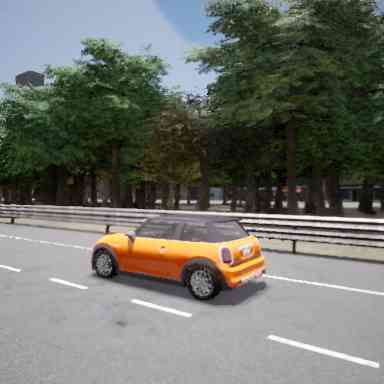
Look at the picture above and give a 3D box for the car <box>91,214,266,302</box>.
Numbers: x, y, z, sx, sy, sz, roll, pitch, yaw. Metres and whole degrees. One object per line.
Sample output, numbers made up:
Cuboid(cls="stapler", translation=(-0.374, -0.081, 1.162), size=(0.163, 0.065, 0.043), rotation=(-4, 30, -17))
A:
Cuboid(cls="car", translation=(-0.528, 1.354, 8.546), size=(4.553, 1.767, 2.097), rotation=(0, 0, 36))
